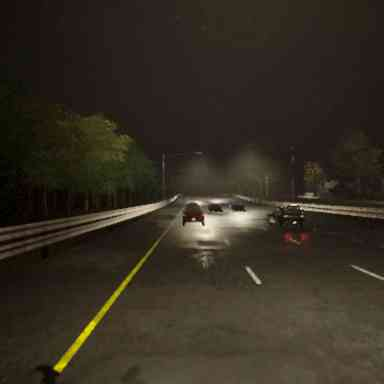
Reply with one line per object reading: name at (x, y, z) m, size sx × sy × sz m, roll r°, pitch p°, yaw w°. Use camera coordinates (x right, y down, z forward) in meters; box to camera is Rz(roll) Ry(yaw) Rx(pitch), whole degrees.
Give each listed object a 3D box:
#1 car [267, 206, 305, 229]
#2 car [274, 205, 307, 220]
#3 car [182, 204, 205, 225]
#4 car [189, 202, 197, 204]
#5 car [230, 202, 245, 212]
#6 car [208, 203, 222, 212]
car at (7.121, 1.950, 25.484) m, size 2.128 × 1.511 × 4.902 m, roll 0°, pitch -1°, yaw 0°
car at (10.631, 2.184, 36.237) m, size 2.033 × 1.411 × 5.357 m, roll 0°, pitch -1°, yaw 0°
car at (0.124, 2.034, 28.693) m, size 1.812 × 1.442 × 4.674 m, roll 0°, pitch -1°, yaw 0°
car at (0.147, 2.311, 50.406) m, size 1.812 × 1.442 × 4.674 m, roll 0°, pitch 0°, yaw 0°
car at (7.150, 2.290, 52.861) m, size 1.882 × 1.535 × 5.008 m, roll 0°, pitch 0°, yaw 0°
car at (3.650, 2.375, 53.032) m, size 1.994 × 1.385 × 4.181 m, roll 0°, pitch 0°, yaw 0°
